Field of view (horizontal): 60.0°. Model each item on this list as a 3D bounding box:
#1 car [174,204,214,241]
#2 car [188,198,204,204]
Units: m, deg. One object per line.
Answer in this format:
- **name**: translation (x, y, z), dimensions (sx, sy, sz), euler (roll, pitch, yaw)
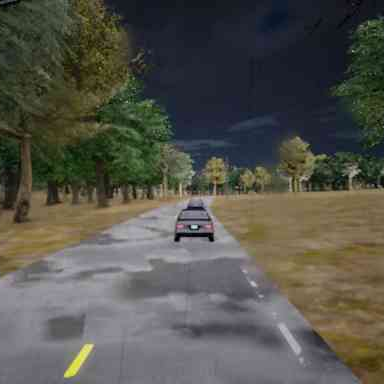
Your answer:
- **car**: translation (0.099, 1.529, 16.639), dimensions (2.033, 1.411, 5.357), euler (0, 0, 0)
- **car**: translation (0.535, 1.475, 41.560), dimensions (1.994, 1.385, 4.181), euler (0, 0, 2)
